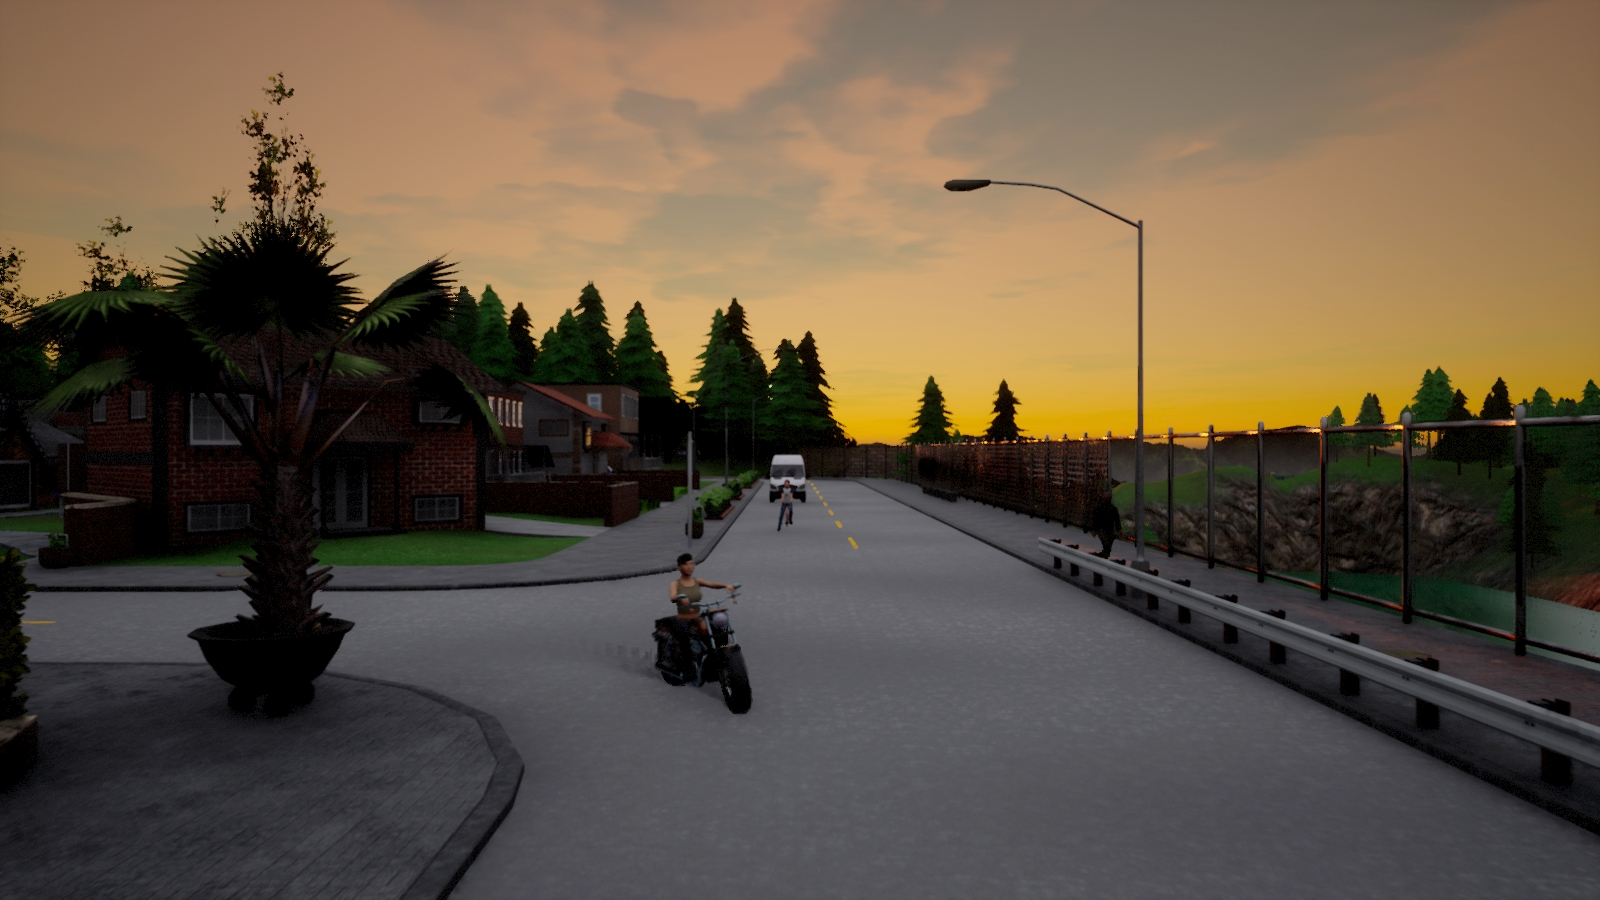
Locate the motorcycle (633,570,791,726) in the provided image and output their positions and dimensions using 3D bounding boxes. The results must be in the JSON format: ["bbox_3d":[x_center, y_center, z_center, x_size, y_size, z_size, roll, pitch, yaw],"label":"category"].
[{"bbox_3d":[-1.053,2.160,12.935,0.764,1.307,2.356,-4,2,-30],"label":"motorcycle"}]

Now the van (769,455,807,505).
[{"bbox_3d":[-0.666,1.560,62.440,1.988,2.561,5.915,0,0,-1],"label":"van"}]

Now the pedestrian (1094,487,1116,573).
[{"bbox_3d":[6.693,1.755,25.061,0.375,1.860,0.375,0,0,-1],"label":"pedestrian"}]
